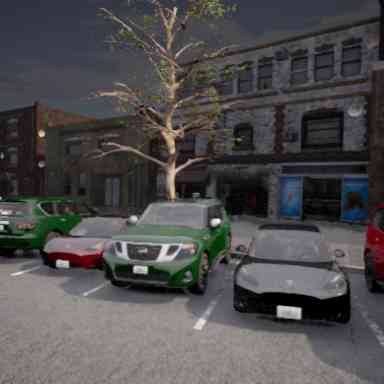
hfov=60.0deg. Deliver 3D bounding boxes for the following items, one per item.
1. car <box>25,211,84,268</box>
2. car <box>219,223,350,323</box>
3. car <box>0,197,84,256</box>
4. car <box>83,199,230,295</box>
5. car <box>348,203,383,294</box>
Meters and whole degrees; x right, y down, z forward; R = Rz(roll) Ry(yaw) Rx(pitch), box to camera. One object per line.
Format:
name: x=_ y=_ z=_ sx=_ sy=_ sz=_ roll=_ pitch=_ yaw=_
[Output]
car: x=-2.737 y=1.504 z=10.998 sx=2.163 sy=1.488 sz=4.792 roll=1 pitch=-1 yaw=15
car: x=2.164 y=1.510 z=7.515 sx=2.163 sy=1.488 sz=4.792 roll=1 pitch=-1 yaw=15
car: x=-5.177 y=1.221 z=12.799 sx=2.435 sy=2.045 sz=5.566 roll=0 pitch=-1 yaw=15
car: x=-0.281 y=1.226 z=9.260 sx=2.435 sy=2.045 sz=5.566 roll=1 pitch=-1 yaw=15
car: x=4.619 y=1.232 z=5.773 sx=2.435 sy=2.045 sz=5.566 roll=1 pitch=-1 yaw=15
